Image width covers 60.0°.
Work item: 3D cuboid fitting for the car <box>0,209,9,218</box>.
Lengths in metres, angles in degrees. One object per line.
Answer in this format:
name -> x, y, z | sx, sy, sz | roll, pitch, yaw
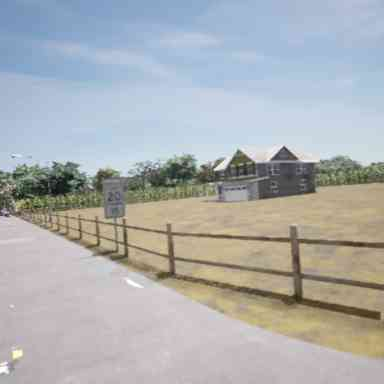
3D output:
car -> -42.182, 4.909, 74.773 | 2.128, 1.511, 4.902 | -4, -1, -31
